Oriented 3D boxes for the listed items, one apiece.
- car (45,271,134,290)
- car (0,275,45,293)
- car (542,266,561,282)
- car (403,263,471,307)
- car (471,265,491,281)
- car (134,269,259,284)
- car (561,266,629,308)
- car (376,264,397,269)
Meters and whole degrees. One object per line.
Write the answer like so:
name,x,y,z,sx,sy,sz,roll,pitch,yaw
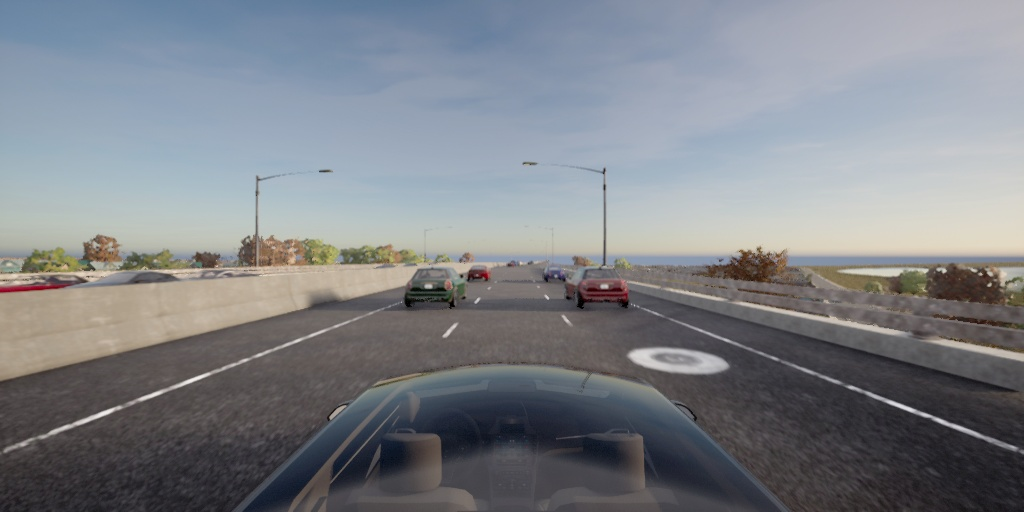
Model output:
car,-17.531,1.424,16.570,1.812,1.442,4.674,0,-1,1
car,-21.029,1.490,15.859,1.895,1.301,4.718,0,-1,0
car,3.926,1.626,33.936,1.812,1.442,4.674,0,-1,1
car,-3.321,1.254,16.455,2.097,1.767,4.553,0,-1,1
car,-3.065,1.581,34.449,1.882,1.535,5.008,0,-1,1
car,-14.017,1.394,16.867,2.128,1.511,4.902,0,-1,1
car,3.678,1.255,16.315,2.097,1.767,4.553,0,-1,0
car,-20.099,1.929,57.752,2.033,1.411,5.357,0,-1,3
